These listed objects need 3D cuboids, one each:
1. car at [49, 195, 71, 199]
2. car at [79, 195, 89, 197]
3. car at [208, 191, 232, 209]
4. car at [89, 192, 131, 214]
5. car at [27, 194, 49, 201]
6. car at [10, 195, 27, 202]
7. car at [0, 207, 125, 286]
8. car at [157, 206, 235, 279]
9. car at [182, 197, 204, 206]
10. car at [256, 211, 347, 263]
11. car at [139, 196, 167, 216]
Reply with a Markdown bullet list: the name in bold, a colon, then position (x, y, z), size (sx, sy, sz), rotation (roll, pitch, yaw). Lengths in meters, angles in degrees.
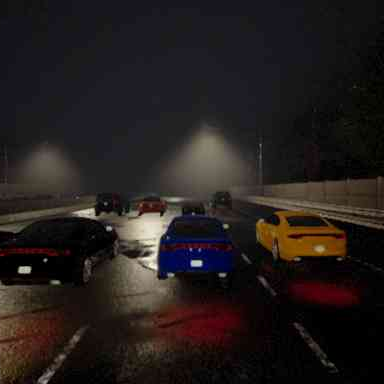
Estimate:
- **car**: position (-21.037, 1.186, 54.225), size (1.994, 1.385, 4.181), rotation (0, 0, 1)
- **car**: position (-17.541, 1.148, 54.184), size (1.812, 1.442, 4.674), rotation (0, 0, 1)
- **car**: position (3.510, 0.932, 40.260), size (2.150, 2.045, 5.566), rotation (0, 0, 0)
- **car**: position (-6.896, 1.013, 29.236), size (2.150, 2.045, 5.566), rotation (0, 0, 0)
- **car**: position (-24.527, 1.125, 54.550), size (1.837, 1.490, 4.892), rotation (0, 0, 1)
- **car**: position (-28.016, 1.181, 54.816), size (1.994, 1.385, 4.181), rotation (0, 0, 1)
- **car**: position (-3.396, 1.410, 9.223), size (1.882, 1.535, 5.008), rotation (0, 0, 0)
- **car**: position (0.104, 1.406, 9.823), size (1.882, 1.535, 5.008), rotation (0, 0, 0)
- **car**: position (0.110, 1.397, 28.529), size (1.895, 1.301, 4.718), rotation (0, 0, 0)
- **car**: position (3.503, 1.393, 11.580), size (1.882, 1.535, 5.008), rotation (0, 0, 0)
- **car**: position (-3.393, 1.141, 29.608), size (2.097, 1.767, 4.553), rotation (0, 0, 0)
